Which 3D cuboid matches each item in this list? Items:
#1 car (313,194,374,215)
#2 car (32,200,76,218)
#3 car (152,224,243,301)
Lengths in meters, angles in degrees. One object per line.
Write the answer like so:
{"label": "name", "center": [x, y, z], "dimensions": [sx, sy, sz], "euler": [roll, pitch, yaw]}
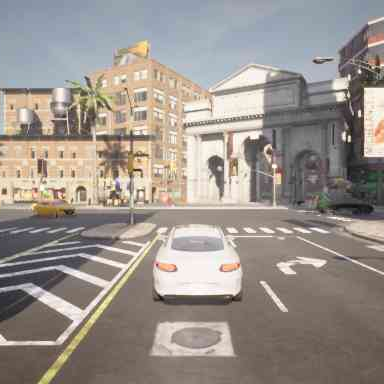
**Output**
{"label": "car", "center": [14.985, 1.221, 33.170], "dimensions": [5.566, 2.045, 2.150], "euler": [0, 0, 1]}
{"label": "car", "center": [-12.460, 1.477, 30.000], "dimensions": [5.008, 1.535, 1.882], "euler": [0, -1, 36]}
{"label": "car", "center": [0.109, 1.526, 8.211], "dimensions": [1.812, 1.442, 4.674], "euler": [0, 0, 0]}
